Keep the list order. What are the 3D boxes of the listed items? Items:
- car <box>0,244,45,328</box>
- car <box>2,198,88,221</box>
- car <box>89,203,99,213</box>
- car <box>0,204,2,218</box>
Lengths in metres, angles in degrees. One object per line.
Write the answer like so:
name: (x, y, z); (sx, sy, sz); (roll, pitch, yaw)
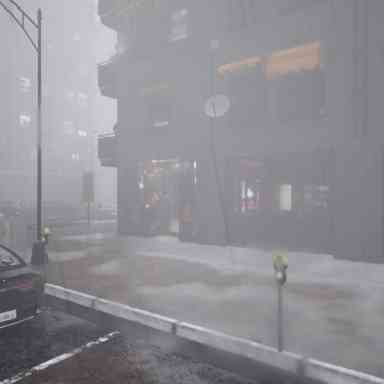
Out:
car: (-4.433, 1.551, 6.049); (4.403, 1.369, 2.008); (0, 0, 36)
car: (-11.108, 1.329, 25.596); (2.033, 1.411, 5.357); (0, 1, 39)
car: (-10.856, 1.250, 30.498); (1.752, 1.417, 4.829); (1, 1, 35)
car: (-13.955, 1.350, 26.079); (2.008, 1.369, 4.403); (1, 1, 35)
